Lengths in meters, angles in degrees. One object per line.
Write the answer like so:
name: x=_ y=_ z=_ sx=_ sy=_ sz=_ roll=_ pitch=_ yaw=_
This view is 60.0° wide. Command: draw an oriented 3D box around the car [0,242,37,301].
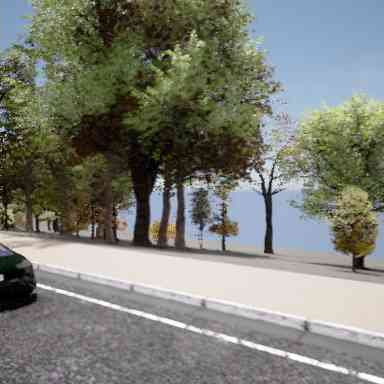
car: x=-5.396 y=1.648 z=7.529 sx=4.181 sy=1.385 sz=1.994 roll=-1 pitch=0 yaw=35
